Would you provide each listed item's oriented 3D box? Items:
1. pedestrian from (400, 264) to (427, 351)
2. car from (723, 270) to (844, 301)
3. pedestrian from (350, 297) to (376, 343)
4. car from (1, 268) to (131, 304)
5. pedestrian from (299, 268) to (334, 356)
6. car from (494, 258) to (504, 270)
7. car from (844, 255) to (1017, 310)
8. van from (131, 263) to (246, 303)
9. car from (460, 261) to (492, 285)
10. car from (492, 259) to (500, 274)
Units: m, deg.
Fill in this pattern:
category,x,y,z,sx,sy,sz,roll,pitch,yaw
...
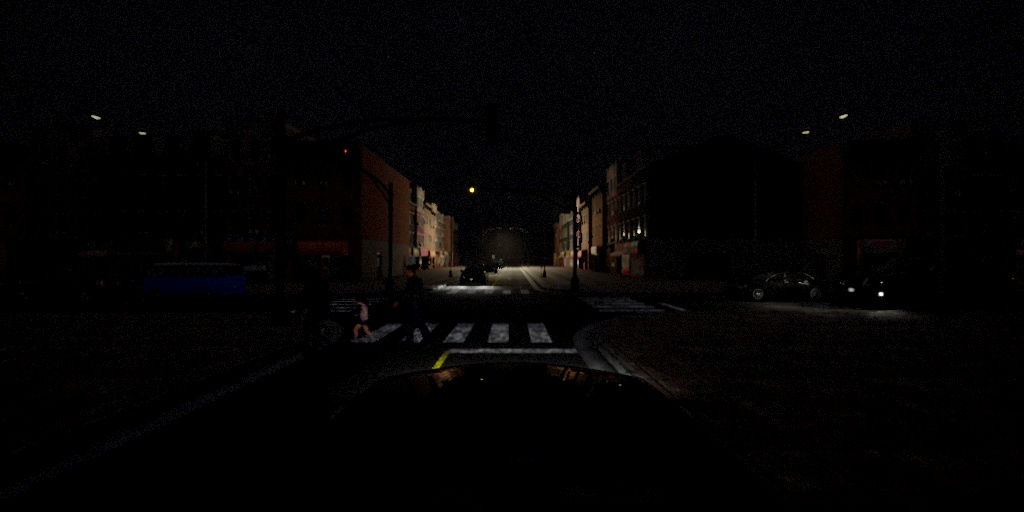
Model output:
category,x,y,z,sx,sy,sz,roll,pitch,yaw
pedestrian,-2.120,1.072,7.732,0.375,1.860,0.375,0,0,0
car,12.279,1.337,16.778,4.403,1.370,2.007,0,0,0
pedestrian,-3.442,1.455,8.332,0.500,1.100,0.500,0,0,0
car,-20.198,1.308,16.666,4.097,1.591,1.967,0,0,0
pedestrian,-3.881,1.069,7.134,0.375,1.860,0.375,0,0,0
car,-2.665,1.427,63.189,2.150,2.045,5.566,0,0,0
car,16.247,0.986,14.260,5.566,2.045,2.150,0,0,0
van,-14.723,1.194,16.685,3.998,1.789,1.690,0,0,0
car,-2.836,1.387,27.691,1.837,1.490,4.892,0,1,1
car,-2.788,1.454,44.592,1.882,1.535,5.008,0,0,0
